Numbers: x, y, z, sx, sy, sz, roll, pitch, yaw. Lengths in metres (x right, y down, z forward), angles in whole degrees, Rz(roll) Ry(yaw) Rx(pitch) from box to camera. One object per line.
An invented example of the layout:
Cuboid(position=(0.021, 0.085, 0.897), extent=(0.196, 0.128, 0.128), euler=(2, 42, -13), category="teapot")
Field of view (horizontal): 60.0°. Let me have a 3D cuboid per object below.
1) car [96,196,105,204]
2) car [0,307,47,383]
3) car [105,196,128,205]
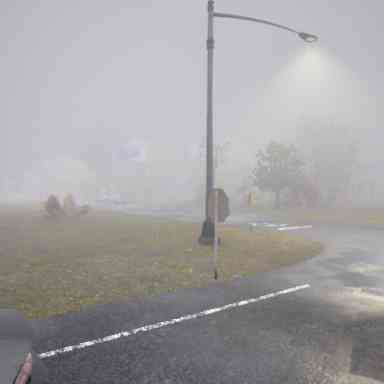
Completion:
Cuboid(position=(-16.201, 1.429, 60.960), extent=(1.812, 1.442, 4.674), euler=(0, 0, -34), category="car")
Cuboid(position=(-3.323, 1.491, 1.517), extent=(4.902, 1.511, 2.128), euler=(0, 0, -35), category="car")
Cuboid(position=(-12.370, 1.517, 55.280), extent=(1.895, 1.301, 4.718), euler=(0, 0, -33), category="car")
